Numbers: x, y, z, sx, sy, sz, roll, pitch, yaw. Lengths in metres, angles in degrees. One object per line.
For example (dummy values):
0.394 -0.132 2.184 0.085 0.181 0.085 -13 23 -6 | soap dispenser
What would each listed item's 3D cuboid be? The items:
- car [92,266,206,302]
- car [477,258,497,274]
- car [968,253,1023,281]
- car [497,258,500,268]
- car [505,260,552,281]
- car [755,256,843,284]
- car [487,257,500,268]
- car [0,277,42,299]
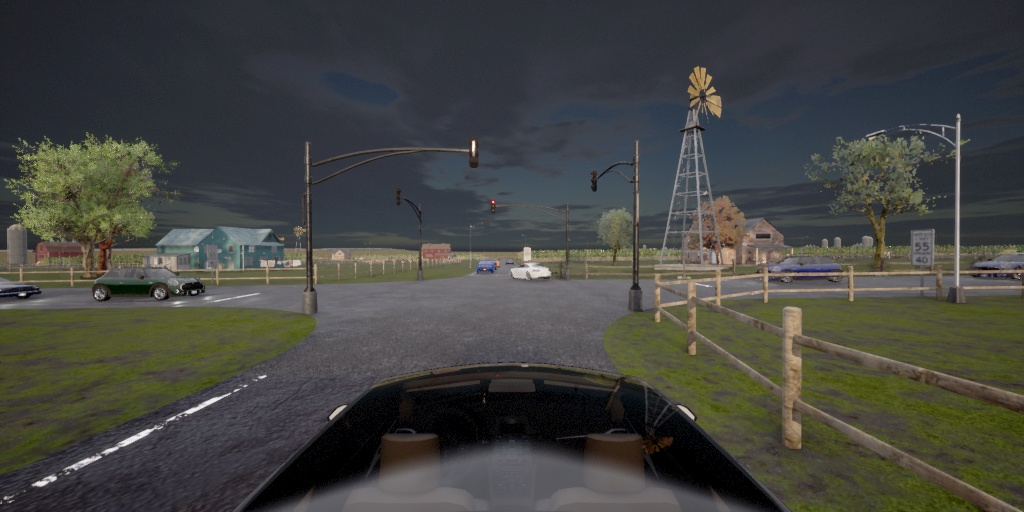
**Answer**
-19.175 1.372 19.086 4.553 1.767 2.097 -1 1 0 | car
-3.045 1.222 41.958 1.882 1.535 5.008 0 0 -1 | car
32.525 0.607 23.017 4.553 1.767 2.097 -1 1 0 | car
-3.115 1.293 51.862 2.033 1.411 5.357 0 0 -1 | car
1.463 1.266 29.679 1.812 1.442 4.674 -2 1 -29 | car
18.226 0.796 22.956 4.553 1.767 2.097 -1 1 0 | car
-3.161 1.099 61.896 2.097 1.767 4.553 0 0 0 | car
-28.693 1.698 19.043 5.357 1.411 2.033 -1 1 0 | car
